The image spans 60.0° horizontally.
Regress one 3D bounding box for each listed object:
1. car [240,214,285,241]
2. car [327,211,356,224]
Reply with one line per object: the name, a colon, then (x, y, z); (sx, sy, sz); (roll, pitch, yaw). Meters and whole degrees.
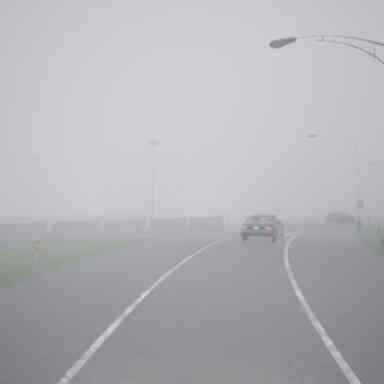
car: (4.130, 1.959, 19.054); (2.033, 1.411, 5.357); (-1, -3, 21)
car: (17.368, 2.941, 38.640); (4.902, 1.511, 2.128); (2, -4, -44)
